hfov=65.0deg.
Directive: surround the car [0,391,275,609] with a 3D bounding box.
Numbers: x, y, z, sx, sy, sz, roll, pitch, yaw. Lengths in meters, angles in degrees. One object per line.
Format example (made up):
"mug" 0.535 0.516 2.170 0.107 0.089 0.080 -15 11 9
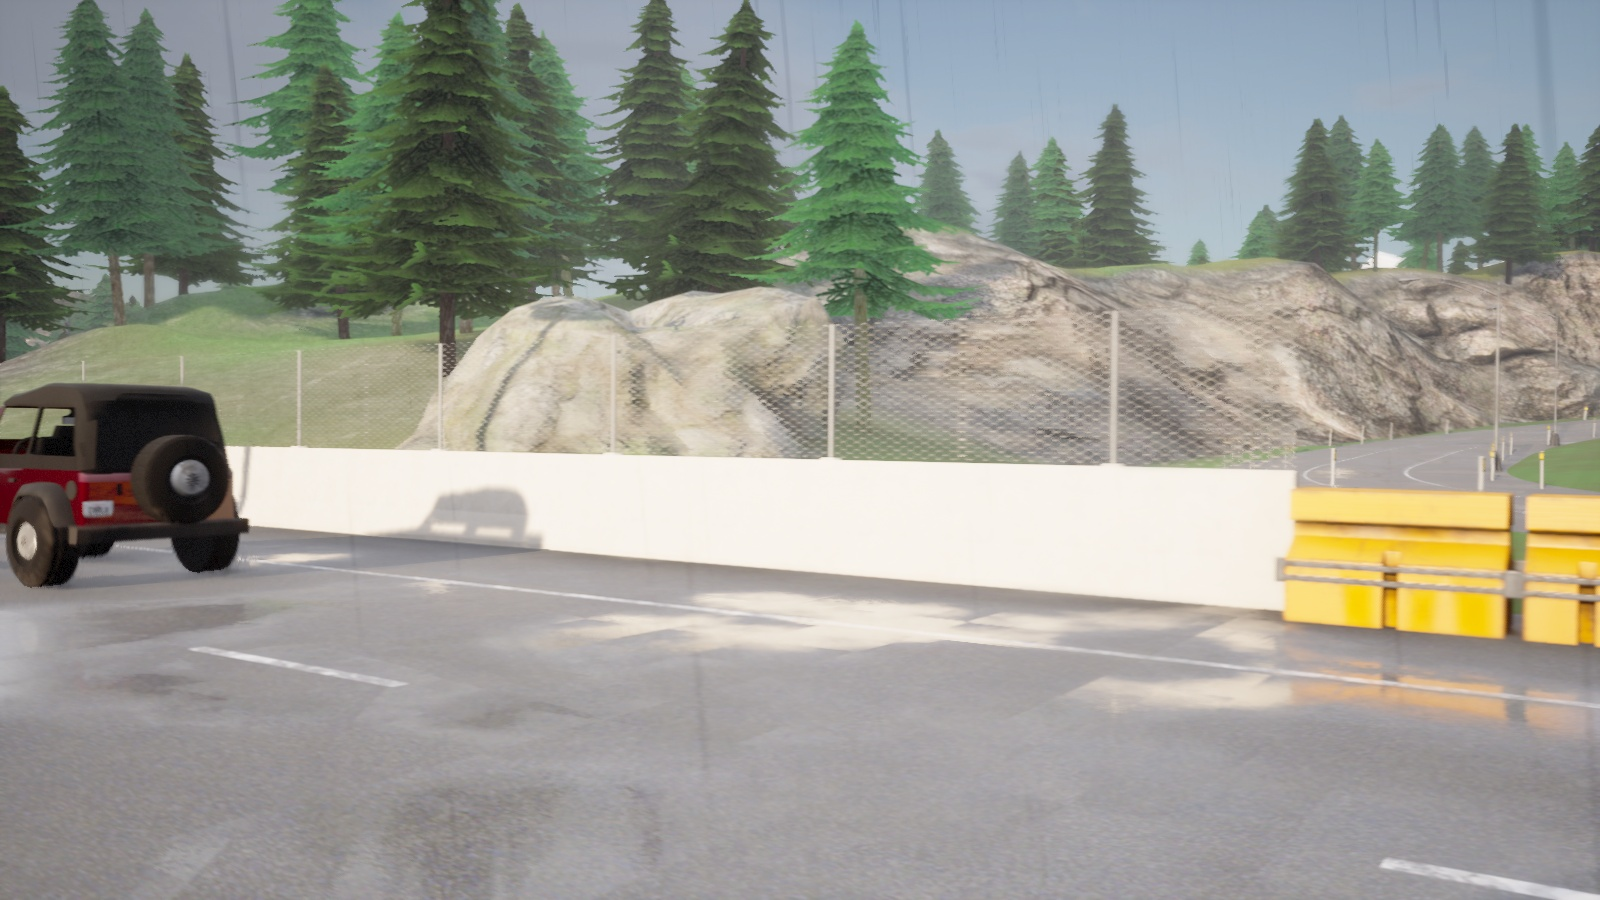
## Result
"car" -7.346 0.420 12.702 3.866 1.878 1.905 0 1 34
